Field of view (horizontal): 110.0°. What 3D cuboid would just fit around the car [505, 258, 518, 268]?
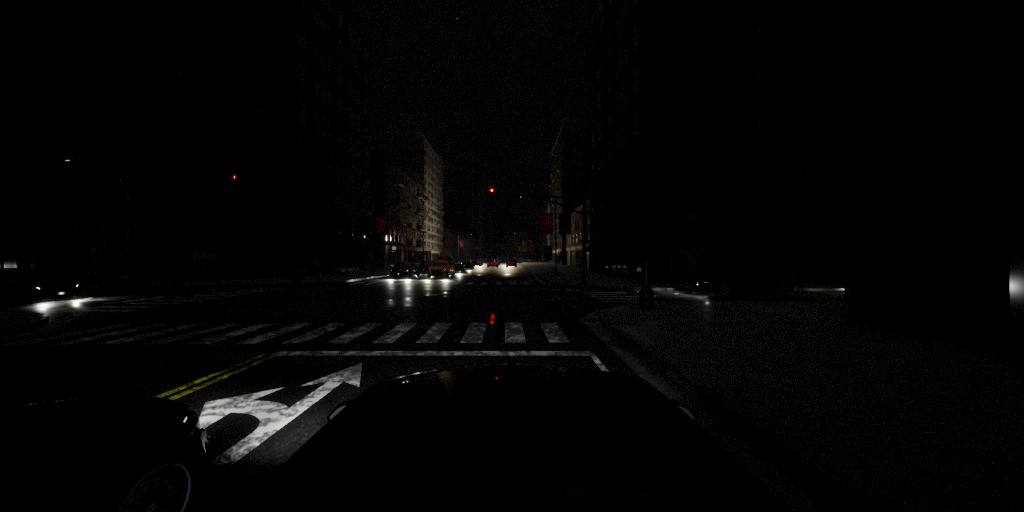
[{"bbox_3d":[-0.093,1.245,62.235,1.837,1.490,4.892,0,0,0],"label":"car"}]

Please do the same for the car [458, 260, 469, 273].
[{"bbox_3d":[-6.663,1.310,42.910,1.994,1.385,4.181,0,0,0],"label":"car"}]

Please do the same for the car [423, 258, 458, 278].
[{"bbox_3d":[-6.647,1.226,33.921,1.882,1.535,5.008,0,0,0],"label":"car"}]

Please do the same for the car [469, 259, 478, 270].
[{"bbox_3d":[-6.667,1.307,52.812,1.994,1.385,4.181,0,0,0],"label":"car"}]

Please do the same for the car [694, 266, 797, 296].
[{"bbox_3d":[12.430,1.294,19.298,4.892,1.490,1.837,0,0,1],"label":"car"}]

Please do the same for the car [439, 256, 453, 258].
[{"bbox_3d":[-9.922,0.964,53.289,2.150,2.045,5.566,0,0,0],"label":"car"}]

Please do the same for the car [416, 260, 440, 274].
[{"bbox_3d":[-9.908,1.272,42.561,1.812,1.442,4.674,0,0,0],"label":"car"}]

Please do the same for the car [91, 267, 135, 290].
[{"bbox_3d":[-25.404,1.330,21.630,4.313,1.339,1.948,0,0,0],"label":"car"}]

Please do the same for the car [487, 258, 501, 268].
[{"bbox_3d":[-3.344,1.341,62.677,1.895,1.301,4.718,0,0,0],"label":"car"}]

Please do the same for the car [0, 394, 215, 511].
[{"bbox_3d":[-3.243,1.276,0.818,1.812,1.442,4.674,0,0,0],"label":"car"}]

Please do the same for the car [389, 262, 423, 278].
[{"bbox_3d":[-9.897,1.274,33.546,1.812,1.442,4.674,0,0,0],"label":"car"}]

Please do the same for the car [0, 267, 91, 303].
[{"bbox_3d":[-22.919,1.290,16.136,5.357,1.411,2.033,0,0,0],"label":"car"}]
